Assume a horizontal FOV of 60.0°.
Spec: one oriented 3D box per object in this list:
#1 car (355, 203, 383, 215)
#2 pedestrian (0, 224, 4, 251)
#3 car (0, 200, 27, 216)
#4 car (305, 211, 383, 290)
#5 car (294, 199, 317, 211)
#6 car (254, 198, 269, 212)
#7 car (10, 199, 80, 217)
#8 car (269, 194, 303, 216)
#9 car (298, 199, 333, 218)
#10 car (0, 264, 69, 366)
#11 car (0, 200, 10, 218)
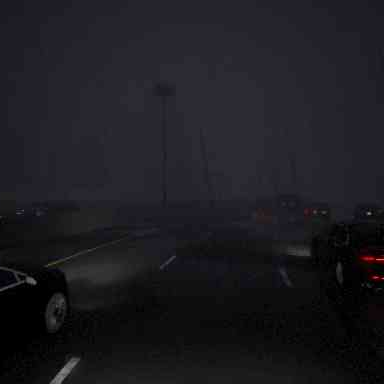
[{"bbox_3d":[13.964,1.564,26.298,1.994,1.385,4.181,0,0,27],"label":"car"},{"bbox_3d":[-7.378,1.574,12.713,0.375,1.300,0.375,0,0,11],"label":"pedestrian"},{"bbox_3d":[-18.265,1.525,31.645,1.812,1.442,4.674,0,0,21],"label":"car"},{"bbox_3d":[4.524,1.506,8.910,1.837,1.490,4.892,0,0,9],"label":"car"},{"bbox_3d":[14.285,1.564,41.754,1.994,1.385,4.181,0,0,28],"label":"car"},{"bbox_3d":[8.661,1.504,38.721,1.837,1.490,4.892,0,0,28],"label":"car"},{"bbox_3d":[-10.007,1.352,23.614,2.097,1.767,4.553,0,0,19],"label":"car"},{"bbox_3d":[9.823,1.221,33.517,2.150,2.045,5.566,0,0,28],"label":"car"},{"bbox_3d":[10.310,1.547,26.986,2.033,1.411,5.357,0,0,27],"label":"car"},{"bbox_3d":[-3.098,1.492,3.765,2.128,1.511,4.902,0,0,3],"label":"car"},{"bbox_3d":[-12.708,1.505,26.515,1.837,1.490,4.892,0,0,19],"label":"car"}]
